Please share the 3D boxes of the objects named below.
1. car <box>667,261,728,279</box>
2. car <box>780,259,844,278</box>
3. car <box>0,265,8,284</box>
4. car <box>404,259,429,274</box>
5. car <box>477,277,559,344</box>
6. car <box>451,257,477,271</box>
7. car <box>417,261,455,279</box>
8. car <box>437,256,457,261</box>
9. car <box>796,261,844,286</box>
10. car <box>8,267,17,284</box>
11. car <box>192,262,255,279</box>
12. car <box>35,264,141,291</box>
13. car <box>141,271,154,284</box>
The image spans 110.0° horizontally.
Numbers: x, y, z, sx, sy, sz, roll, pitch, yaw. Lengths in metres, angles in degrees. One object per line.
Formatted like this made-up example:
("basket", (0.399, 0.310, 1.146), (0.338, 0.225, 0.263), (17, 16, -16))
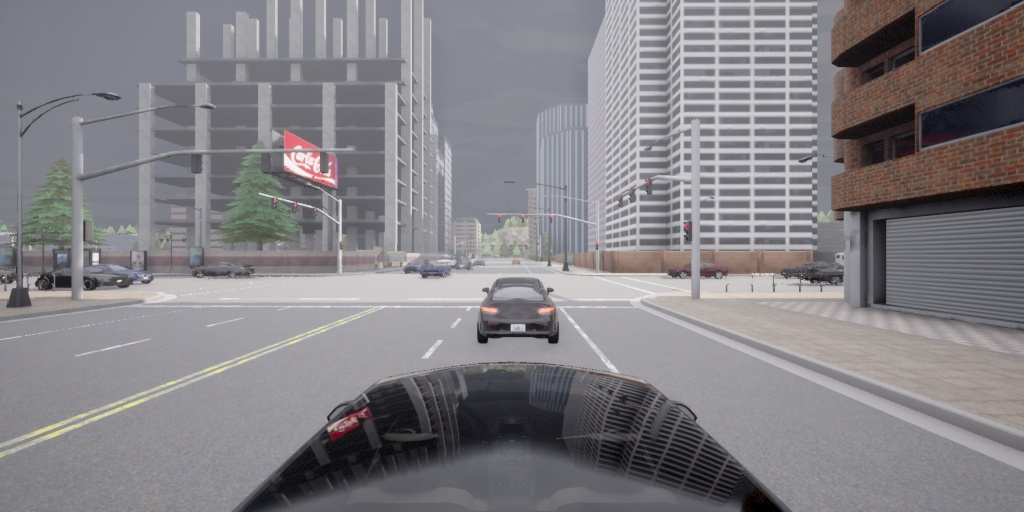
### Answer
("car", (16.462, 1.228, 31.913), (5.008, 1.535, 1.882), (0, 0, 0))
("car", (26.655, 1.228, 31.836), (5.008, 1.535, 1.882), (0, 0, 0))
("car", (-34.208, 1.102, 21.545), (4.553, 1.767, 2.097), (0, 0, 0))
("car", (-10.478, 1.102, 40.357), (2.097, 1.767, 4.553), (0, 0, 5))
("car", (0.158, 1.276, 9.492), (1.812, 1.442, 4.674), (0, 0, 1))
("car", (-6.552, 1.241, 49.384), (2.128, 1.511, 4.902), (0, 0, 1))
("car", (-6.756, 1.351, 32.383), (1.895, 1.301, 4.718), (0, 0, 1))
("car", (-9.969, 0.971, 54.483), (2.150, 2.045, 5.566), (0, 0, 0))
("car", (22.938, 1.254, 24.686), (4.892, 1.490, 1.837), (0, 0, 1))
("car", (-37.853, 1.255, 25.070), (4.892, 1.490, 1.837), (0, 0, 0))
("car", (-25.822, 1.241, 32.148), (4.902, 1.511, 2.128), (0, 0, 1))
("car", (-25.509, 1.314, 21.485), (4.181, 1.385, 1.994), (0, 0, 0))
("car", (-27.864, 1.276, 25.001), (4.674, 1.442, 1.812), (0, 0, 0))
